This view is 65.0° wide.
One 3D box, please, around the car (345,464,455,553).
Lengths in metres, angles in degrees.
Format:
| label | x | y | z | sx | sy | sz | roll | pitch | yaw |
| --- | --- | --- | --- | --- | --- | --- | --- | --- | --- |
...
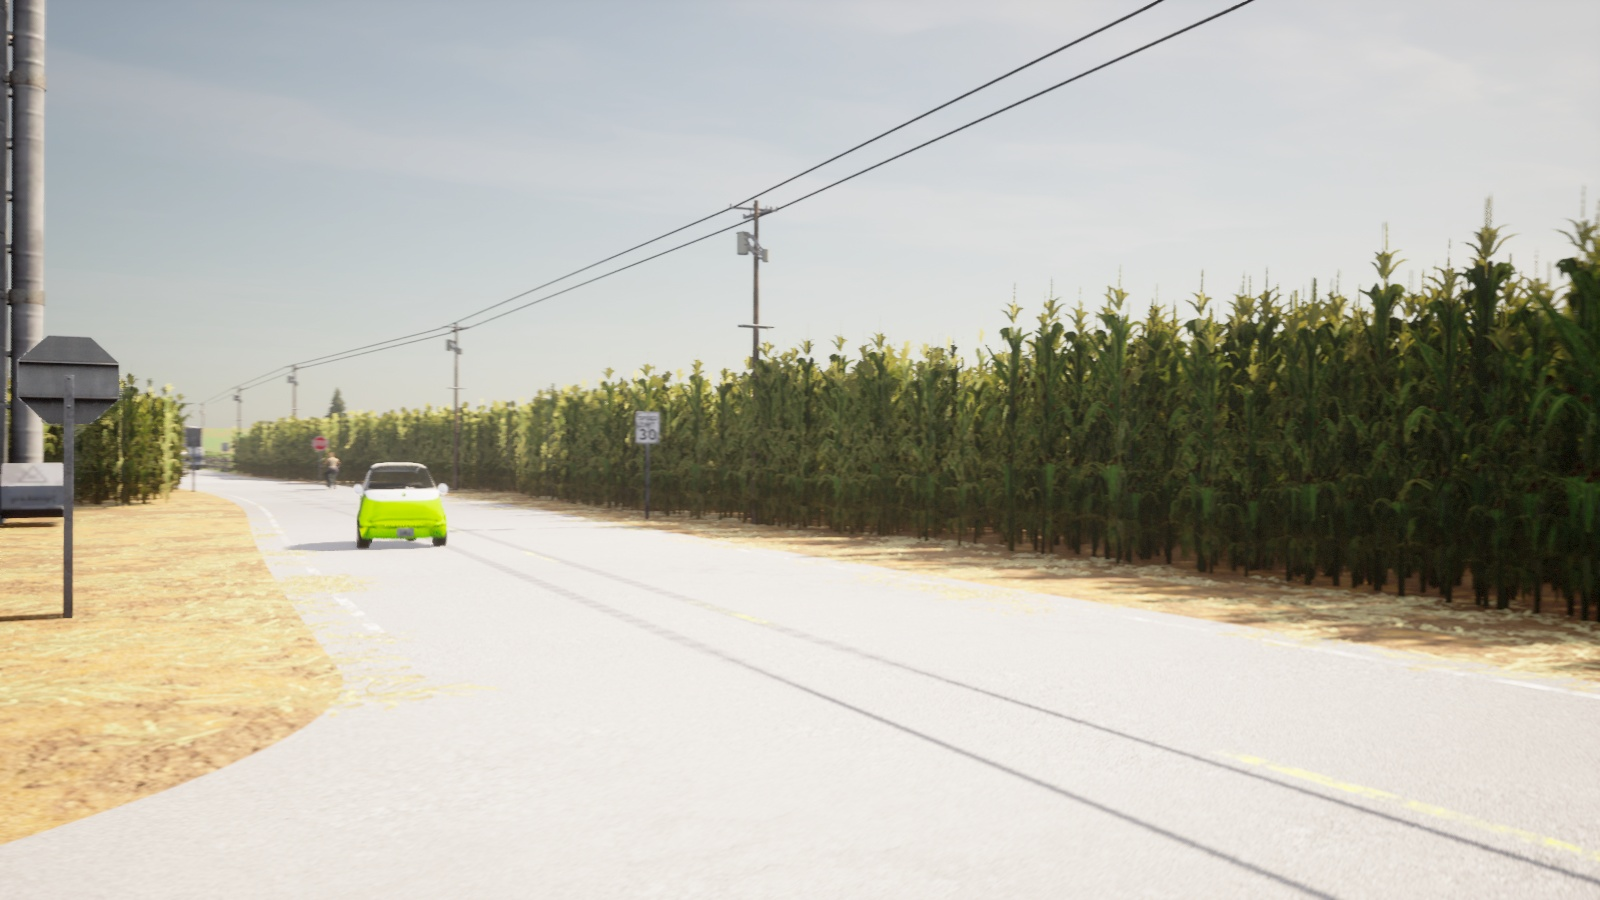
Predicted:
| label | x | y | z | sx | sy | sz | roll | pitch | yaw |
| --- | --- | --- | --- | --- | --- | --- | --- | --- | --- |
| car | -6.667 | 0.919 | 20.834 | 1.481 | 1.376 | 2.207 | 0 | -1 | -25 |
